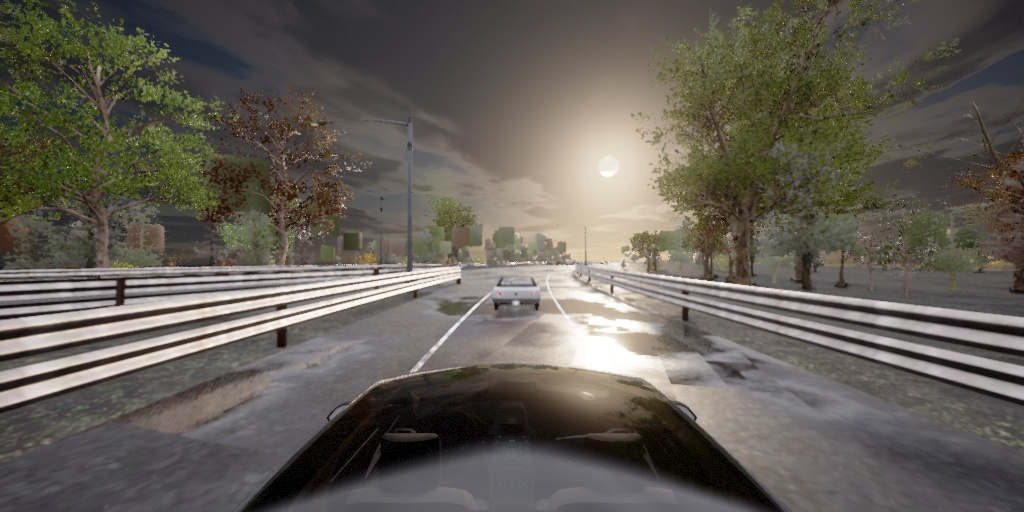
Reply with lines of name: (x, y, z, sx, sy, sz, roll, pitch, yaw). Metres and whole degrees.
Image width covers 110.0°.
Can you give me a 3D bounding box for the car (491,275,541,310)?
car: (0.246, 1.482, 15.619, 1.895, 1.301, 4.718, 0, 0, 2)
